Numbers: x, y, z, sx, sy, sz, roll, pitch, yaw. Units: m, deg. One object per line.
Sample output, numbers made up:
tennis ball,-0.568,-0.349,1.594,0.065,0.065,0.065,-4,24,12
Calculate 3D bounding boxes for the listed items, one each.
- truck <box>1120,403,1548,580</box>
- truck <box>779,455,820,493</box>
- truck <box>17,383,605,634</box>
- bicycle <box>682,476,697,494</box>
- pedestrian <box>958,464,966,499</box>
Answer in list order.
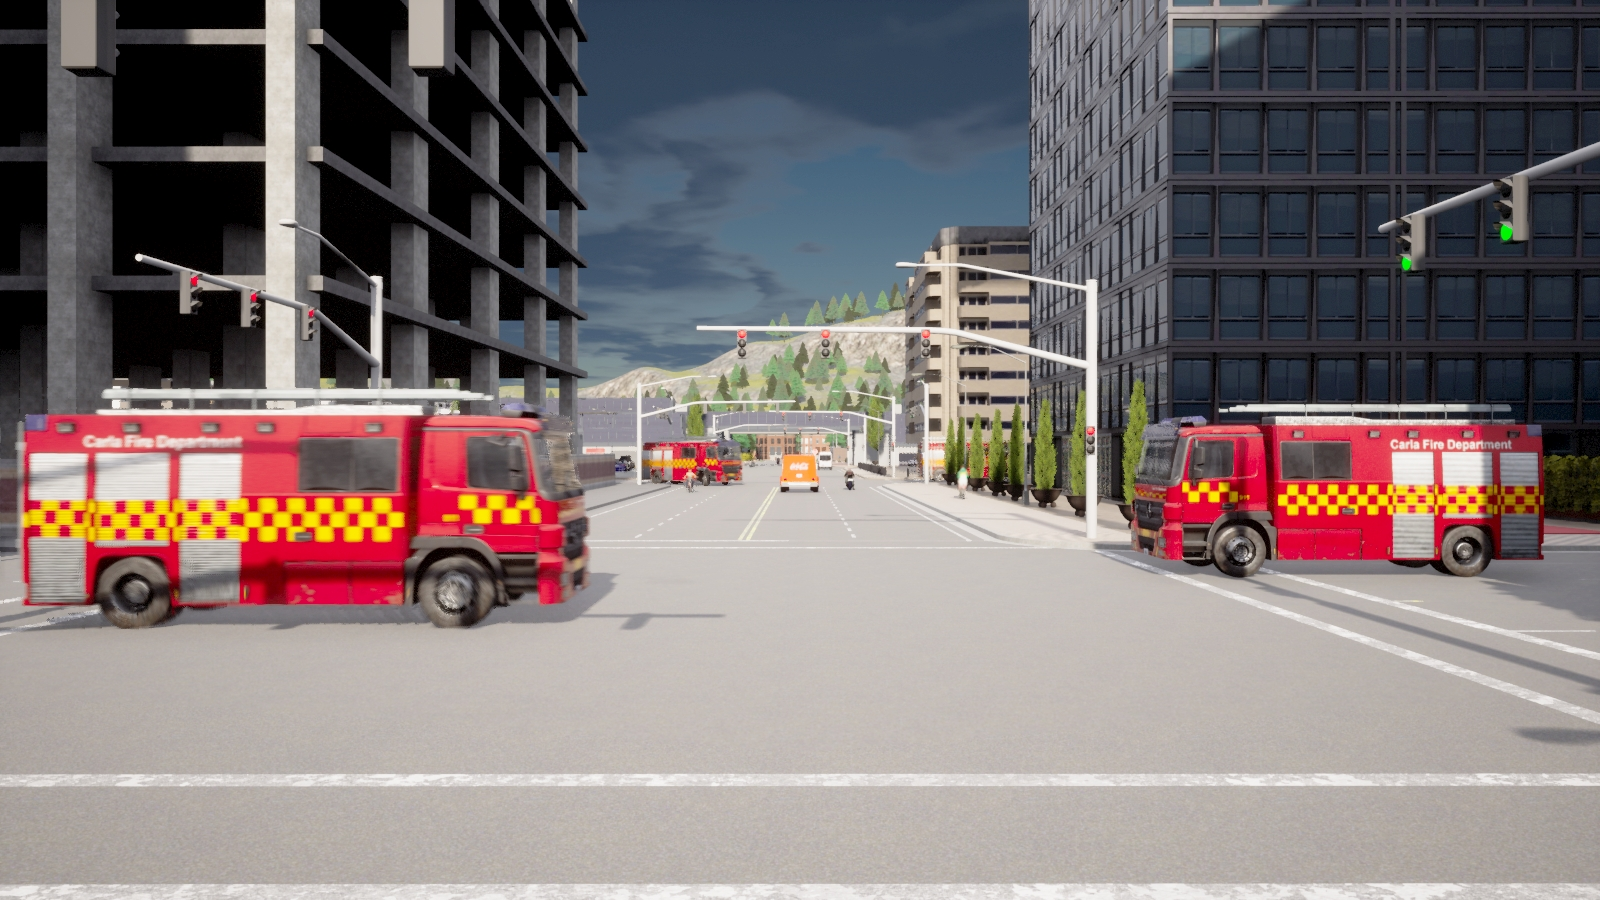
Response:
truck,11.970,0.889,26.163,8.468,3.827,2.891,0,0,-1
truck,-0.023,1.564,76.782,2.627,2.467,5.204,0,0,0
truck,-7.693,0.889,18.881,8.468,3.827,2.891,0,0,-1
bicycle,-7.114,2.229,73.725,0.859,1.126,1.487,0,0,-1
pedestrian,8.750,1.693,61.590,0.375,1.860,0.375,0,0,-1
